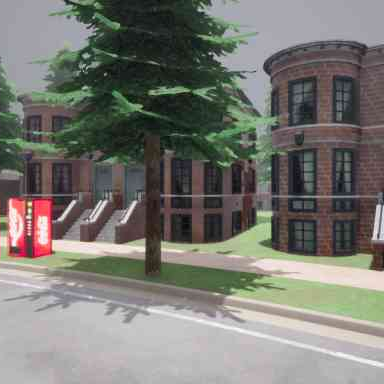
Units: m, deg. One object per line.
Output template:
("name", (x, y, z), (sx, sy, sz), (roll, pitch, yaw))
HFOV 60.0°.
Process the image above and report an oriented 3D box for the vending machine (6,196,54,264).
("vending machine", (-5.337, 1.195, 10.994), (0.880, 2.100, 1.100), (0, 0, 23))
